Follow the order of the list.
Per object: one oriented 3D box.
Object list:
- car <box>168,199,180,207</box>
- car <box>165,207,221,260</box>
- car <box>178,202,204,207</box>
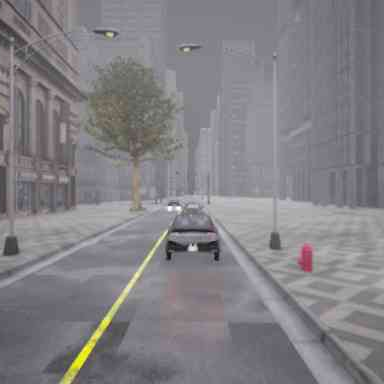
[{"bbox_3d":[-3.062,1.840,57.847,1.895,1.301,4.718,0,0,1],"label":"car"},{"bbox_3d":[0.040,1.534,12.592,2.128,1.511,4.902,0,0,0],"label":"car"},{"bbox_3d":[0.040,1.623,28.260,1.812,1.442,4.674,0,0,0],"label":"car"}]
